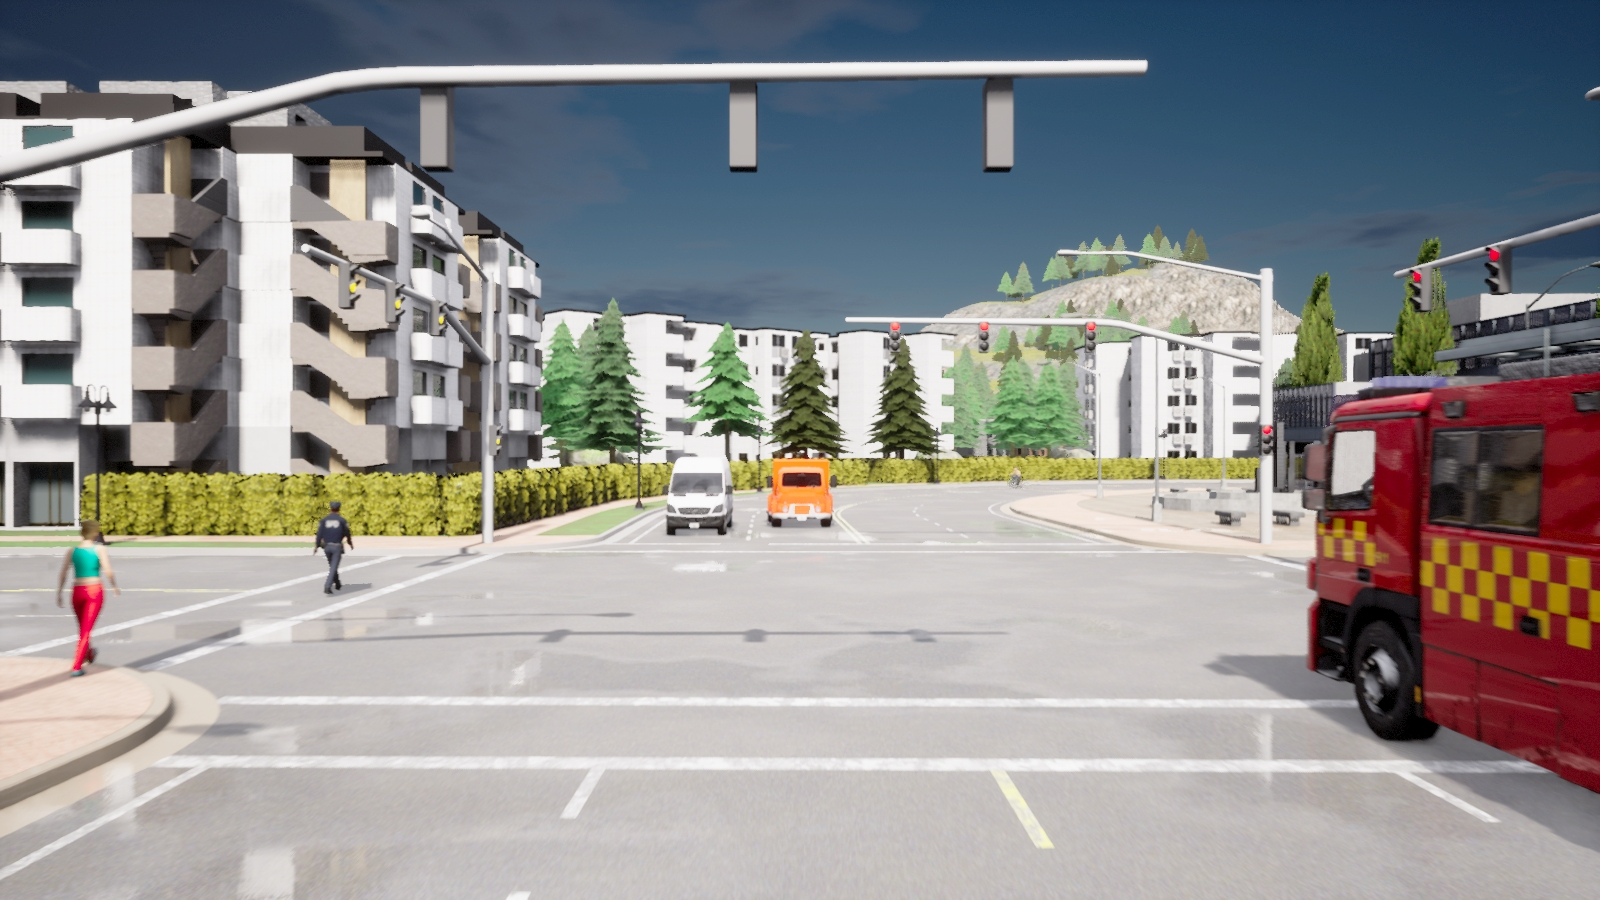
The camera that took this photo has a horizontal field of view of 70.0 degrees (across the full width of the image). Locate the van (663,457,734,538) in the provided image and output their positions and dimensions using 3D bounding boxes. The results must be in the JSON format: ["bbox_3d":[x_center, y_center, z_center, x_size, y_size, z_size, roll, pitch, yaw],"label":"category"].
[{"bbox_3d":[-3.418,1.536,39.503,1.988,2.561,5.915,0,0,-1],"label":"van"}]

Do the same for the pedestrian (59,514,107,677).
[{"bbox_3d":[-8.437,1.697,13.450,0.375,1.860,0.375,0,0,-13],"label":"pedestrian"}]

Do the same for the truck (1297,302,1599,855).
[{"bbox_3d":[6.992,0.891,8.509,2.891,3.827,8.468,0,0,0],"label":"truck"}]

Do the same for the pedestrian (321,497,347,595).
[{"bbox_3d":[-9.005,1.849,22.094,0.375,1.860,0.375,0,0,-4],"label":"pedestrian"}]

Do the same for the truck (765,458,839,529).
[{"bbox_3d":[0.023,1.569,43.005,2.627,2.467,5.204,0,0,-1],"label":"truck"}]
